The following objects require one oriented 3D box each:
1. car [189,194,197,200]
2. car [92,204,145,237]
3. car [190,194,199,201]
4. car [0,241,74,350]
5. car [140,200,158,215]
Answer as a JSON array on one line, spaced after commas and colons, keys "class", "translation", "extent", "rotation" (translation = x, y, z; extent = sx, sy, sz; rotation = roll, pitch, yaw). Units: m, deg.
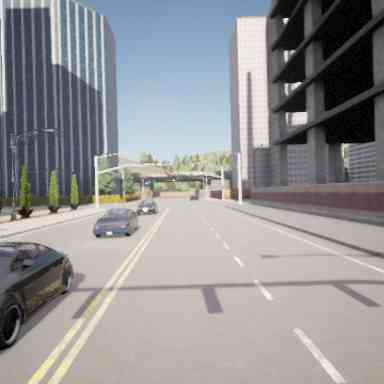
[{"class": "car", "translation": [0.308, 1.409, 93.930], "extent": [2.128, 1.511, 4.902], "rotation": [-2, 0, -2]}, {"class": "car", "translation": [-4.178, 1.653, 19.105], "extent": [2.033, 1.411, 5.357], "rotation": [-2, 0, -2]}, {"class": "car", "translation": [0.660, 1.445, 83.891], "extent": [1.837, 1.490, 4.892], "rotation": [-2, 0, -2]}, {"class": "car", "translation": [-3.729, 1.662, 6.183], "extent": [1.994, 1.385, 4.181], "rotation": [-2, 0, -2]}, {"class": "car", "translation": [-4.672, 1.606, 35.317], "extent": [2.128, 1.511, 4.902], "rotation": [-2, 0, -2]}]
